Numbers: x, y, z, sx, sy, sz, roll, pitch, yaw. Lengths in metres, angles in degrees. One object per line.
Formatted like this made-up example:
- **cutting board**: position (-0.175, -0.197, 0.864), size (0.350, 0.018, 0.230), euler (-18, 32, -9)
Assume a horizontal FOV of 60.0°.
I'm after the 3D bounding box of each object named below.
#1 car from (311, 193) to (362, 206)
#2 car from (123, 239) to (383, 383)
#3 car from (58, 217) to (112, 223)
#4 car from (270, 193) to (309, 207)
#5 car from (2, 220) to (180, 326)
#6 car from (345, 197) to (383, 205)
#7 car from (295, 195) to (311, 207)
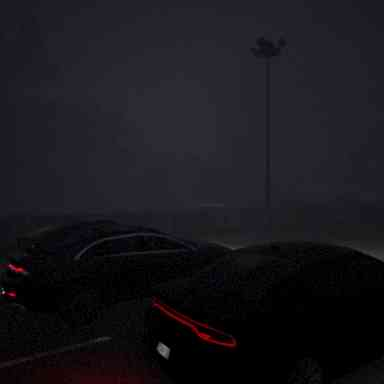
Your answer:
- **car**: position (16.192, 1.128, 36.277), size (5.566, 2.045, 2.150), euler (0, 0, -22)
- **car**: position (1.769, 1.465, 4.791), size (5.008, 1.535, 1.882), euler (0, 0, -33)
- **car**: position (-2.786, 1.499, 10.160), size (4.674, 1.442, 1.812), euler (0, 0, -34)
- **car**: position (12.572, 1.111, 42.339), size (5.566, 2.045, 2.150), euler (0, 0, -23)
- **car**: position (-1.188, 1.473, 7.029), size (4.902, 1.511, 2.128), euler (0, 0, -34)
- **car**: position (18.461, 1.461, 33.434), size (5.357, 1.411, 2.033), euler (0, 0, -22)
- **car**: position (15.433, 1.445, 39.752), size (5.357, 1.411, 2.033), euler (0, 0, -22)
